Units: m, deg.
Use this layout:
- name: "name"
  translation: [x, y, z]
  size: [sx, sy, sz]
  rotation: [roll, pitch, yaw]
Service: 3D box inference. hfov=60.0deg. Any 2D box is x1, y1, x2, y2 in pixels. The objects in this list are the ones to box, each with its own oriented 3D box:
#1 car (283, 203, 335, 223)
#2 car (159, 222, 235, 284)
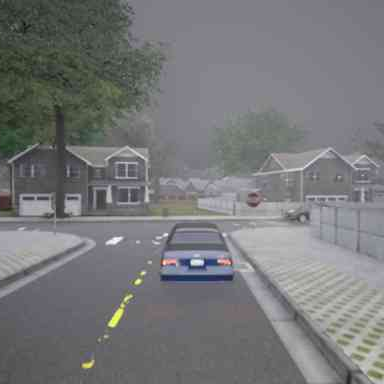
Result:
- name: "car"
  translation: [9.867, 1.701, 27.049]
  size: [4.892, 1.490, 1.837]
  rotation: [0, 0, -12]
- name: "car"
  translation: [0.103, 1.605, 9.797]
  size: [2.033, 1.411, 5.357]
  rotation: [0, 0, 0]
